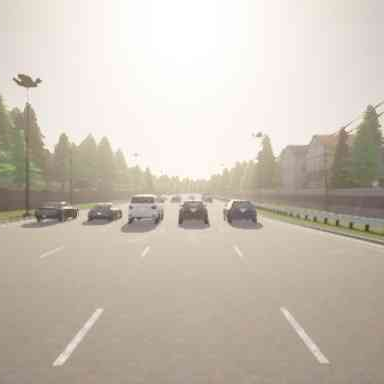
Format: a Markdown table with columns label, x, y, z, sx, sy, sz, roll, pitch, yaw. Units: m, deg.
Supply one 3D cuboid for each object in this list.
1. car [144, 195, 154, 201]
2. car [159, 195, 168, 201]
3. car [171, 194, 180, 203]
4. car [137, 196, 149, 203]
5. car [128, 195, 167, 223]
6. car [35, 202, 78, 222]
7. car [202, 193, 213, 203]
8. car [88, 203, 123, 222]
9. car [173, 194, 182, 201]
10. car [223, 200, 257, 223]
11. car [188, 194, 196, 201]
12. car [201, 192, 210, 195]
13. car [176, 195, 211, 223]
| label | x | y | z | sx | sy | sz | roll | pitch | yaw |
| --- | --- | --- | --- | --- | --- | --- | --- | --- | --- |
| car | -10.507 | 1.370 | 81.512 | 1.812 | 1.442 | 4.674 | 0 | 0 | 0 |
| car | -7.007 | 1.370 | 81.513 | 1.812 | 1.442 | 4.674 | 0 | 0 | 0 |
| car | -3.506 | 1.504 | 71.093 | 1.837 | 1.490 | 4.892 | 0 | 0 | 0 |
| car | -10.506 | 1.528 | 71.509 | 1.812 | 1.442 | 4.674 | 0 | 0 | 0 |
| car | -3.402 | 1.226 | 25.316 | 2.150 | 2.045 | 5.566 | 0 | 0 | 0 |
| car | -10.402 | 1.495 | 25.918 | 2.128 | 1.511 | 4.902 | 0 | 0 | 0 |
| car | 3.494 | 1.504 | 71.093 | 1.837 | 1.490 | 4.892 | 0 | 0 | 0 |
| car | -6.904 | 1.568 | 26.802 | 1.994 | 1.385 | 4.181 | 0 | 0 | 0 |
| car | -3.507 | 1.346 | 81.513 | 1.837 | 1.490 | 4.892 | 0 | 0 | 0 |
| car | 3.598 | 1.357 | 25.678 | 2.097 | 1.767 | 4.553 | 0 | 0 | 0 |
| car | -0.007 | 1.324 | 81.513 | 1.882 | 1.535 | 5.008 | 0 | 0 | 0 |
| car | 3.493 | 1.072 | 81.543 | 2.150 | 2.045 | 5.566 | 0 | 0 | 0 |
| car | 0.098 | 1.357 | 25.685 | 2.097 | 1.767 | 4.553 | 0 | 0 | 0 |
